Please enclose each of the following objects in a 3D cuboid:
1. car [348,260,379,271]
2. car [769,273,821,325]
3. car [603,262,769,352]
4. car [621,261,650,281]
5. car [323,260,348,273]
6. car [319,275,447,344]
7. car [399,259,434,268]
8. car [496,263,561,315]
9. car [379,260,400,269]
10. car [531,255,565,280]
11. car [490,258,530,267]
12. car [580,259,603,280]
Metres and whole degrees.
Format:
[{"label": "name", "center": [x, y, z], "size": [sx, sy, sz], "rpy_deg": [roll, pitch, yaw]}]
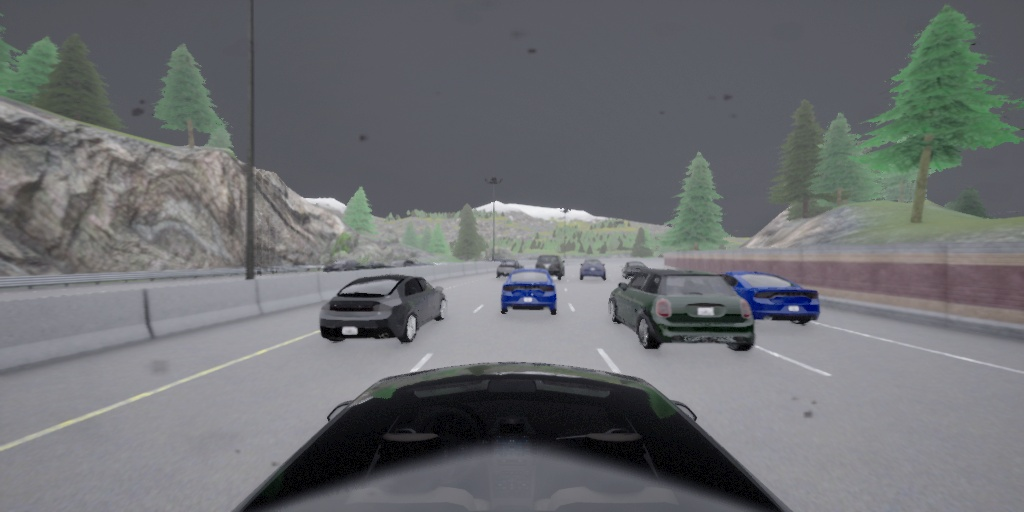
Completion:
[{"label": "car", "center": [-16.033, 1.238, 40.962], "size": [1.895, 1.301, 4.718], "rpy_deg": [0, 0, 14]}, {"label": "car", "center": [7.578, 1.228, 11.886], "size": [1.882, 1.535, 5.008], "rpy_deg": [0, 0, 4]}, {"label": "car", "center": [3.901, 1.098, 9.112], "size": [2.097, 1.767, 4.553], "rpy_deg": [0, 0, 3]}, {"label": "car", "center": [10.525, 1.228, 30.900], "size": [1.837, 1.490, 4.892], "rpy_deg": [0, 0, 13]}, {"label": "car", "center": [-19.441, 1.175, 41.862], "size": [2.033, 1.411, 5.357], "rpy_deg": [0, 0, 14]}, {"label": "car", "center": [-3.086, 1.234, 9.563], "size": [1.837, 1.490, 4.892], "rpy_deg": [0, 0, 4]}, {"label": "car", "center": [-9.572, 1.260, 38.026], "size": [1.895, 1.301, 4.718], "rpy_deg": [0, 0, 14]}, {"label": "car", "center": [0.711, 1.208, 13.674], "size": [1.882, 1.535, 5.008], "rpy_deg": [0, 0, 5]}, {"label": "car", "center": [-12.484, 1.152, 40.623], "size": [1.837, 1.490, 4.892], "rpy_deg": [0, 0, 15]}, {"label": "car", "center": [3.343, 0.926, 30.968], "size": [2.150, 2.045, 5.566], "rpy_deg": [0, 0, 12]}, {"label": "car", "center": [-0.038, 1.186, 31.778], "size": [2.128, 1.511, 4.902], "rpy_deg": [0, 0, 12]}, {"label": "car", "center": [6.998, 1.066, 31.145], "size": [2.097, 1.767, 4.553], "rpy_deg": [0, 0, 12]}]
